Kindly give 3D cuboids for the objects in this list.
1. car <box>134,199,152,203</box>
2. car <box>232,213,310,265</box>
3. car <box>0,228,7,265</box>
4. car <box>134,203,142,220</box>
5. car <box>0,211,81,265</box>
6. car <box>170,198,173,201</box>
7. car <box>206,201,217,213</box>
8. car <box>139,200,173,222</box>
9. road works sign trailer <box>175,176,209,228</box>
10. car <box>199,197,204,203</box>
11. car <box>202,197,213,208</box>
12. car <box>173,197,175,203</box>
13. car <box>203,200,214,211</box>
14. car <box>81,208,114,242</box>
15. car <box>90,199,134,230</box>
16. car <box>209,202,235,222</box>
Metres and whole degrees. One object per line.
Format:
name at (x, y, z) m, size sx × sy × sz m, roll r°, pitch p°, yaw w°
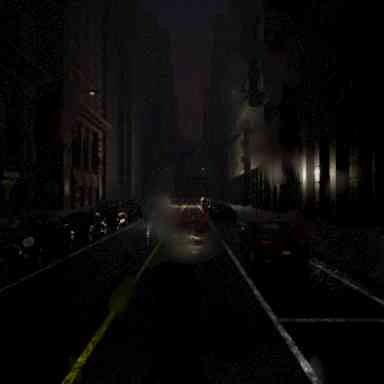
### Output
car at (-5.769, 1.652, 34.340) m, size 2.192 × 1.841 × 5.009 m, roll 0°, pitch -1°, yaw 0°
car at (2.762, 1.662, 11.945) m, size 1.887 × 1.381 × 4.507 m, roll 0°, pitch -1°, yaw 0°
car at (-5.762, 1.628, 6.330) m, size 1.947 × 1.339 × 4.313 m, roll 0°, pitch -1°, yaw 0°
car at (-5.769, 1.863, 28.735) m, size 1.802 × 1.307 × 4.206 m, roll 0°, pitch -1°, yaw 0°
car at (-5.763, 1.557, 11.933) m, size 1.967 × 1.590 × 4.097 m, roll 0°, pitch -1°, yaw 0°
car at (-5.781, 2.182, 73.549) m, size 1.967 × 1.590 × 4.097 m, roll 0°, pitch -1°, yaw 0°
car at (2.755, 1.904, 34.353) m, size 1.947 × 1.339 × 4.313 m, roll 0°, pitch -1°, yaw 0°
car at (-3.107, 1.782, 29.648) m, size 2.128 × 1.511 × 4.902 m, roll 0°, pitch -1°, yaw 0°
road works sign trailer at (-0.007, 0.696, 23.612) m, size 2.380 × 3.560 × 2.880 m, roll 0°, pitch -1°, yaw 0°
car at (2.749, 1.882, 56.762) m, size 2.192 × 1.841 × 5.009 m, roll 0°, pitch -1°, yaw 0°
car at (2.752, 1.891, 45.558) m, size 1.967 × 1.590 × 4.097 m, roll 0°, pitch -1°, yaw 0°
car at (-5.783, 2.383, 79.148) m, size 1.802 × 1.307 × 4.206 m, roll 0°, pitch -1°, yaw 0°
car at (2.753, 1.945, 39.954) m, size 2.008 × 1.369 × 4.403 m, roll 0°, pitch -1°, yaw 0°
car at (-5.765, 1.737, 17.533) m, size 1.947 × 1.339 × 4.313 m, roll 0°, pitch -1°, yaw 0°
car at (-5.766, 1.541, 23.137) m, size 2.192 × 1.841 × 5.009 m, roll 0°, pitch -1°, yaw 0°
car at (2.757, 1.848, 28.751) m, size 1.947 × 1.339 × 4.313 m, roll 0°, pitch -1°, yaw 0°
